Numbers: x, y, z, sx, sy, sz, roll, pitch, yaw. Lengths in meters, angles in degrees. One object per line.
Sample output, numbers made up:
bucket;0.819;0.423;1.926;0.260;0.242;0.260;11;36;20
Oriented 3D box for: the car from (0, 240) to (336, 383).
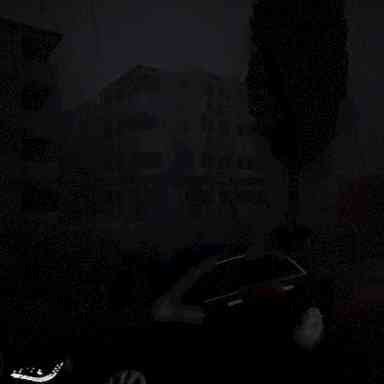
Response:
car;0.043;1.505;4.633;4.892;1.490;1.837;0;0;-35
